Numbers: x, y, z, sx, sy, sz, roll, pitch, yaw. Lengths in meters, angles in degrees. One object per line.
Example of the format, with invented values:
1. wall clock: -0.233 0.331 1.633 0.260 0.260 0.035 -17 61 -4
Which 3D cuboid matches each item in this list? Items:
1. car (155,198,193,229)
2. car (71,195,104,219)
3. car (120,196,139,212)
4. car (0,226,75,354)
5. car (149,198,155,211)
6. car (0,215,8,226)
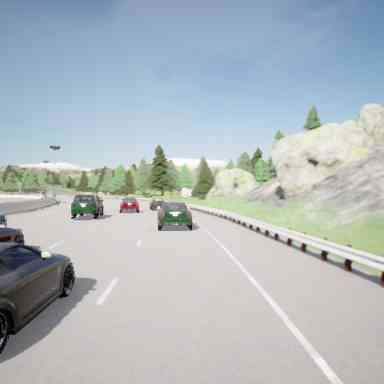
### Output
1. car: -1.184 1.355 21.571 2.097 1.767 4.553 0 0 -6
2. car: -9.268 1.240 29.795 2.150 2.045 5.566 0 0 -8
3. car: -7.272 1.367 38.713 2.097 1.767 4.553 0 0 -11
4. car: -3.594 1.571 5.864 1.994 1.385 4.181 0 0 -2
5. car: -4.354 1.501 42.001 2.128 1.511 4.902 0 0 -11
6. car: -7.333 1.579 11.055 1.994 1.385 4.181 0 0 -3
